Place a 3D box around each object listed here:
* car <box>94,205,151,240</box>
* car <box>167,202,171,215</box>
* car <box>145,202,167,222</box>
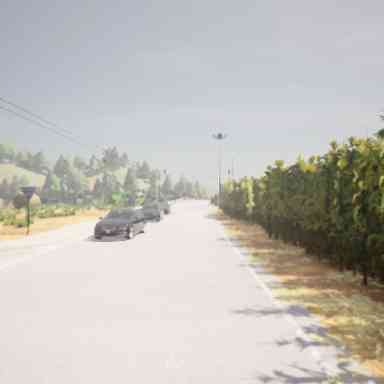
[{"bbox_3d":[-3.786,1.684,18.203,1.837,1.490,4.892,0,-1,5],"label":"car"},{"bbox_3d":[-3.474,1.924,39.704,2.033,1.411,5.357,0,-1,1],"label":"car"},{"bbox_3d":[-3.523,1.784,29.167,1.837,1.490,4.892,0,-1,0],"label":"car"}]
